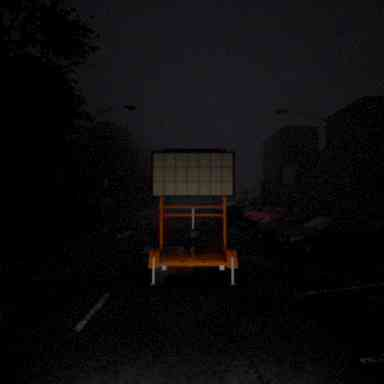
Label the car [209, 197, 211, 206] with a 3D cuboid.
[{"bbox_3d":[5.634,1.882,52.008,4.553,1.767,2.185,1,0,-20],"label":"car"}]

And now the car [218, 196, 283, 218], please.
[{"bbox_3d":[5.431,1.484,27.963,5.566,2.045,2.435,1,0,-20],"label":"car"}]

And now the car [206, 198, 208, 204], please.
[{"bbox_3d":[5.477,2.149,63.954,5.366,1.575,1.946,1,0,-20],"label":"car"}]

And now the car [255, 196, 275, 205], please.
[{"bbox_3d":[18.721,2.174,85.987,2.435,2.045,5.566,0,0,-21],"label":"car"}]

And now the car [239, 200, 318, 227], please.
[{"bbox_3d":[5.416,1.523,18.986,4.553,1.767,2.185,1,0,-20],"label":"car"}]

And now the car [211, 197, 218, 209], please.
[{"bbox_3d":[5.481,1.579,36.979,5.566,2.045,2.435,1,0,-20],"label":"car"}]

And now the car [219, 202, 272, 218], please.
[{"bbox_3d":[5.454,1.828,33.975,4.792,1.488,2.163,1,0,-20],"label":"car"}]

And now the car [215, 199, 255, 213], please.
[{"bbox_3d":[5.513,1.773,42.991,4.553,1.767,2.185,1,-1,-20],"label":"car"}]

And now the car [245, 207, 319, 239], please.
[{"bbox_3d":[5.339,1.649,15.965,4.792,1.488,2.163,1,0,-20],"label":"car"}]

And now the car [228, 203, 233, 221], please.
[{"bbox_3d":[5.418,1.746,24.982,4.674,1.452,2.002,1,-1,-20],"label":"car"}]

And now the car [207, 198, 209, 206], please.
[{"bbox_3d":[5.609,2.044,55.010,5.008,1.535,2.097,1,-1,-20],"label":"car"}]

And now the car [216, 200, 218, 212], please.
[{"bbox_3d":[5.288,1.761,30.918,5.366,1.575,1.946,1,0,-20],"label":"car"}]

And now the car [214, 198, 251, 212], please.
[{"bbox_3d":[5.533,1.809,45.992,4.553,1.767,2.185,1,-1,-20],"label":"car"}]

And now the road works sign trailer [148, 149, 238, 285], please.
[{"bbox_3d":[0.031,0.548,9.722,2.380,3.560,2.880,0,0,0],"label":"road works sign trailer"}]

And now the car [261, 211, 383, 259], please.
[{"bbox_3d":[5.354,1.634,12.973,4.674,1.452,2.002,1,0,-20],"label":"car"}]

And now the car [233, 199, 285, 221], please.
[{"bbox_3d":[5.435,1.552,21.987,4.553,1.767,2.185,1,0,-20],"label":"car"}]

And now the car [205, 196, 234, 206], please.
[{"bbox_3d":[5.691,1.979,70.049,5.566,2.045,2.435,1,-1,-20],"label":"car"}]
